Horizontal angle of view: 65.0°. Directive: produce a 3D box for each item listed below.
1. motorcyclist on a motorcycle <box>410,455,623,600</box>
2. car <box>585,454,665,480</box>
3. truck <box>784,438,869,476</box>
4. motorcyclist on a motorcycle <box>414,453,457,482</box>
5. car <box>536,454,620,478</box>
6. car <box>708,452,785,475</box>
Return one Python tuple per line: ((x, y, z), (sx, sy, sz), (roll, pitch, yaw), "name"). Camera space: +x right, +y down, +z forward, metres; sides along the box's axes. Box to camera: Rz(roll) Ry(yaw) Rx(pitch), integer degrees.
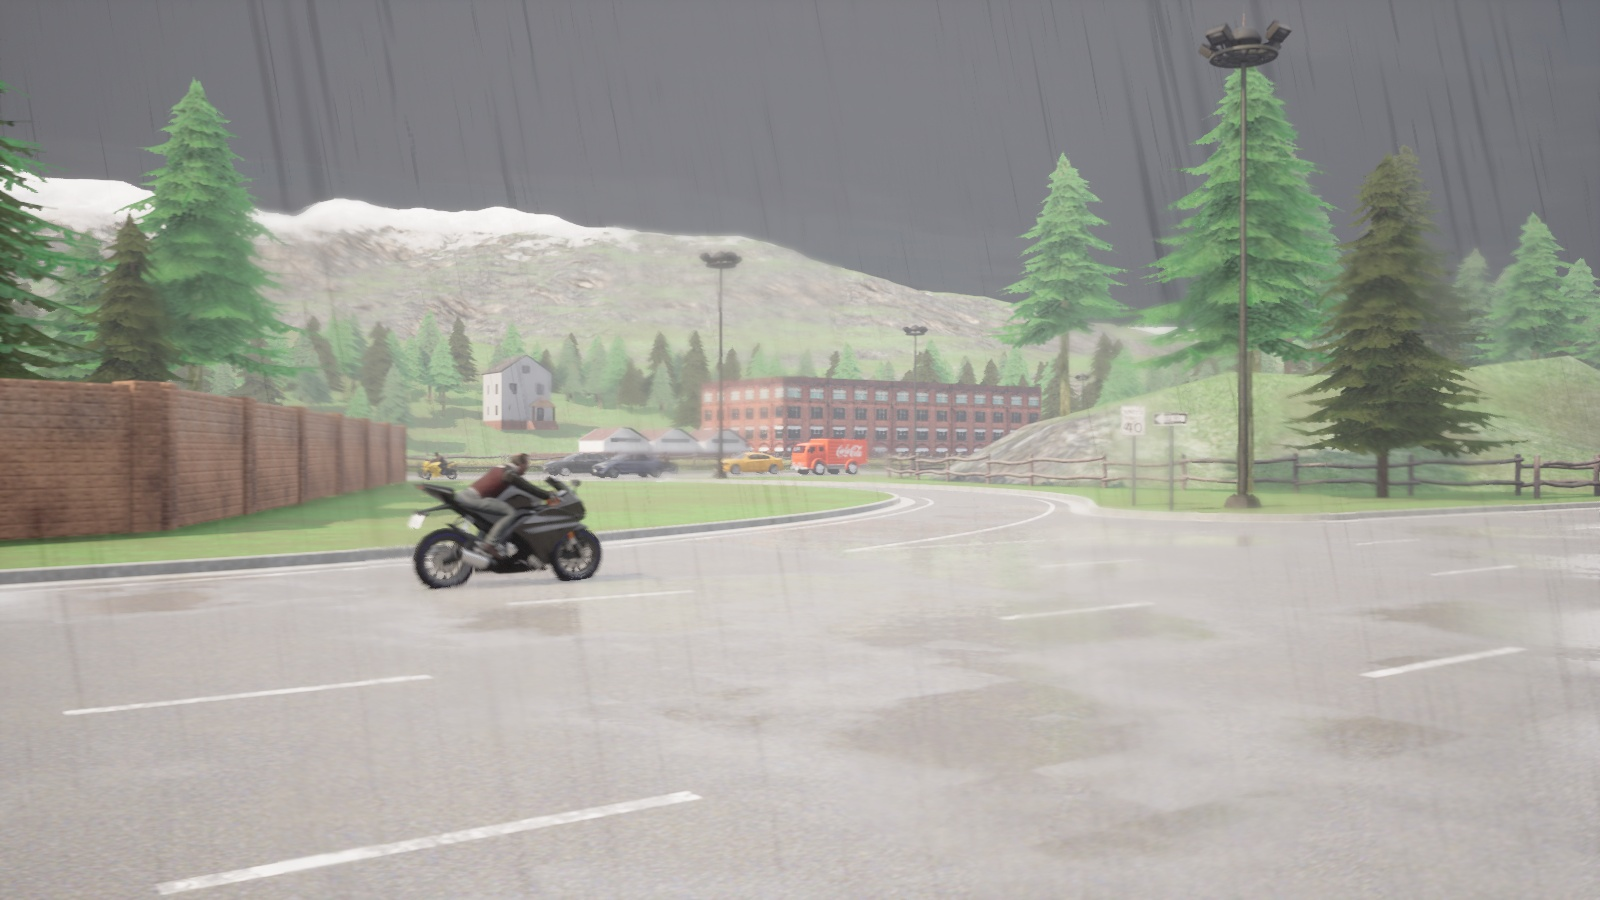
((-3.188, 0.821, 14.233), (2.191, 1.530, 0.866), (0, 0, -35), "motorcyclist on a motorcycle")
((-10.144, 0.959, 72.898), (4.193, 1.474, 1.816), (0, 0, -35), "car")
((1.802, 0.464, 85.425), (5.204, 2.467, 2.627), (0, 0, -35), "truck")
((-19.302, 0.931, 66.559), (2.044, 1.523, 0.797), (0, 0, -35), "motorcyclist on a motorcycle")
((-13.900, 0.972, 78.811), (4.892, 1.490, 1.837), (0, 0, -35), "car")
((-3.622, 0.941, 85.925), (5.008, 1.535, 1.882), (0, 0, -35), "car")
